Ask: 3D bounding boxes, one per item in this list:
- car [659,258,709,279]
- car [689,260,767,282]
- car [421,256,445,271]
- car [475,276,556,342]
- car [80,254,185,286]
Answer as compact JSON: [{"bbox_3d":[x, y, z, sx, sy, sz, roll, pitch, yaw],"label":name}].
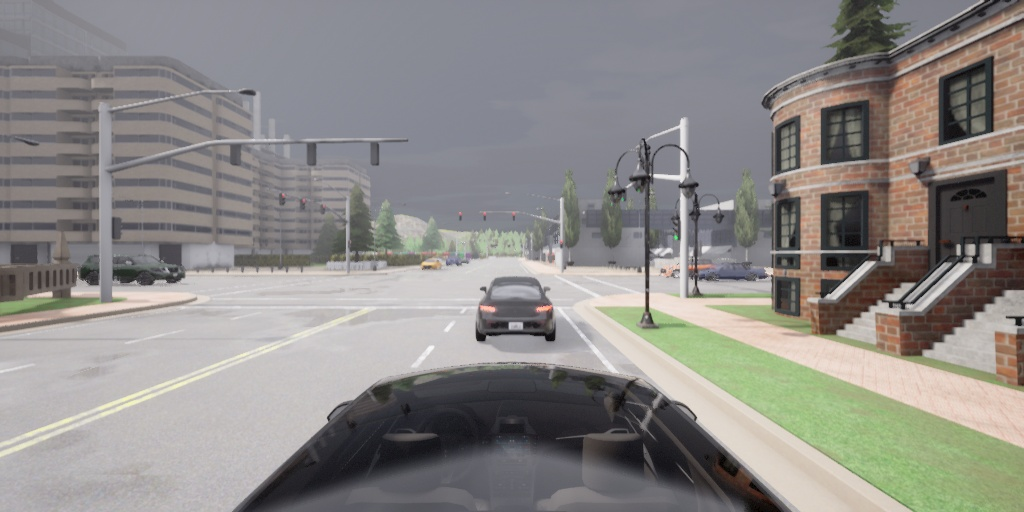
[{"bbox_3d":[15.204,1.034,30.938,4.553,1.767,2.097,0,0,-1],"label":"car"},{"bbox_3d":[16.388,1.237,27.411,5.357,1.411,2.033,0,0,-1],"label":"car"},{"bbox_3d":[-10.574,1.121,47.204,1.882,1.535,5.008,0,0,0],"label":"car"},{"bbox_3d":[0.088,1.257,9.616,1.812,1.442,4.674,0,0,0],"label":"car"},{"bbox_3d":[-25.383,0.919,24.079,5.566,2.045,2.150,0,0,0],"label":"car"}]
